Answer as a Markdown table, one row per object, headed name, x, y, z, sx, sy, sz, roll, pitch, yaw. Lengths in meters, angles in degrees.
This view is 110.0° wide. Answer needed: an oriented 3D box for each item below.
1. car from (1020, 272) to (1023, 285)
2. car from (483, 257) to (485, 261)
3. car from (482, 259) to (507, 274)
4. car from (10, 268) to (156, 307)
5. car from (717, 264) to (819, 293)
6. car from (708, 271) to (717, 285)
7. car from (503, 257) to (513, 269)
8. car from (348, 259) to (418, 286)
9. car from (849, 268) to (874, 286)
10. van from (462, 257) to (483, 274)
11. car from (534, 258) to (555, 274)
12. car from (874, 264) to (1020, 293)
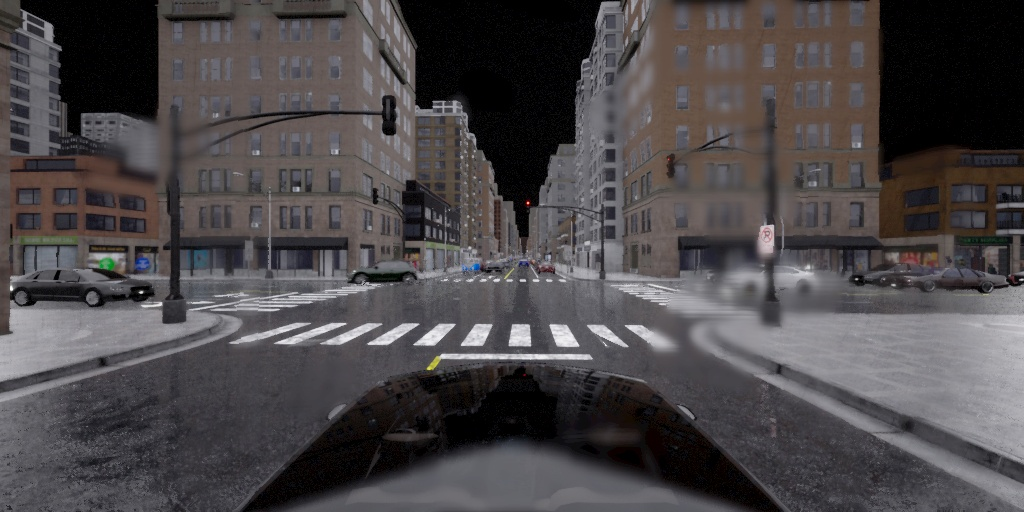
| name | x | y | z | sx | sy | sz | roll | pitch | yaw |
| --- | --- | --- | --- | --- | --- | --- | --- | --- | --- |
| car | 35.065 | 1.360 | 23.204 | 4.181 | 1.385 | 1.994 | 0 | 0 | 2 |
| car | -4.479 | 1.091 | 46.695 | 2.192 | 1.841 | 5.009 | 0 | 0 | 2 |
| car | -1.916 | 1.371 | 41.186 | 1.895 | 1.301 | 4.718 | 0 | 0 | 3 |
| car | -17.632 | 1.239 | 14.806 | 4.892 | 1.490 | 1.837 | 0 | 0 | 2 |
| car | 14.787 | 1.291 | 20.556 | 4.674 | 1.442 | 1.812 | 0 | 0 | 3 |
| car | 15.666 | 1.257 | 23.783 | 4.902 | 1.511 | 2.128 | 0 | 0 | 2 |
| car | -1.312 | 1.352 | 58.120 | 1.994 | 1.385 | 4.181 | 0 | 0 | 2 |
| car | -8.891 | 1.091 | 24.923 | 4.553 | 1.767 | 2.097 | 0 | -1 | -18 |
| car | 25.083 | 1.284 | 23.506 | 4.892 | 1.490 | 1.837 | 0 | 0 | 2 |
| van | -4.671 | 1.111 | 41.175 | 1.690 | 1.789 | 3.998 | 0 | 0 | 2 |
| car | 3.850 | 1.210 | 40.883 | 1.967 | 1.591 | 4.097 | 0 | 0 | 2 |
| car | 24.374 | 1.326 | 20.275 | 5.357 | 1.411 | 2.033 | 0 | 0 | 2 |
